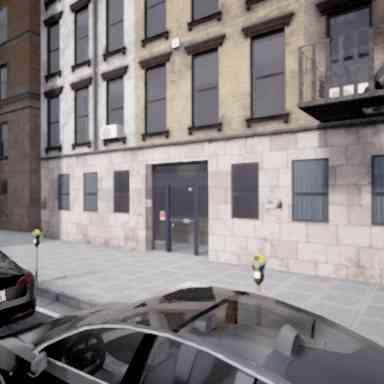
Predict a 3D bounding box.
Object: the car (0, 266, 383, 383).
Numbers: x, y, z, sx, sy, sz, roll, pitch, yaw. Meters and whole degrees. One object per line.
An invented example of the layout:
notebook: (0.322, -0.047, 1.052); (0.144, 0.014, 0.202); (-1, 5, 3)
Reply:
car: (-0.173, 1.573, 2.932); (4.313, 1.339, 1.947); (0, 0, 36)

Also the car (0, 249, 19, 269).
car: (-4.577, 1.596, 6.079); (4.313, 1.339, 1.947); (0, 0, 36)
